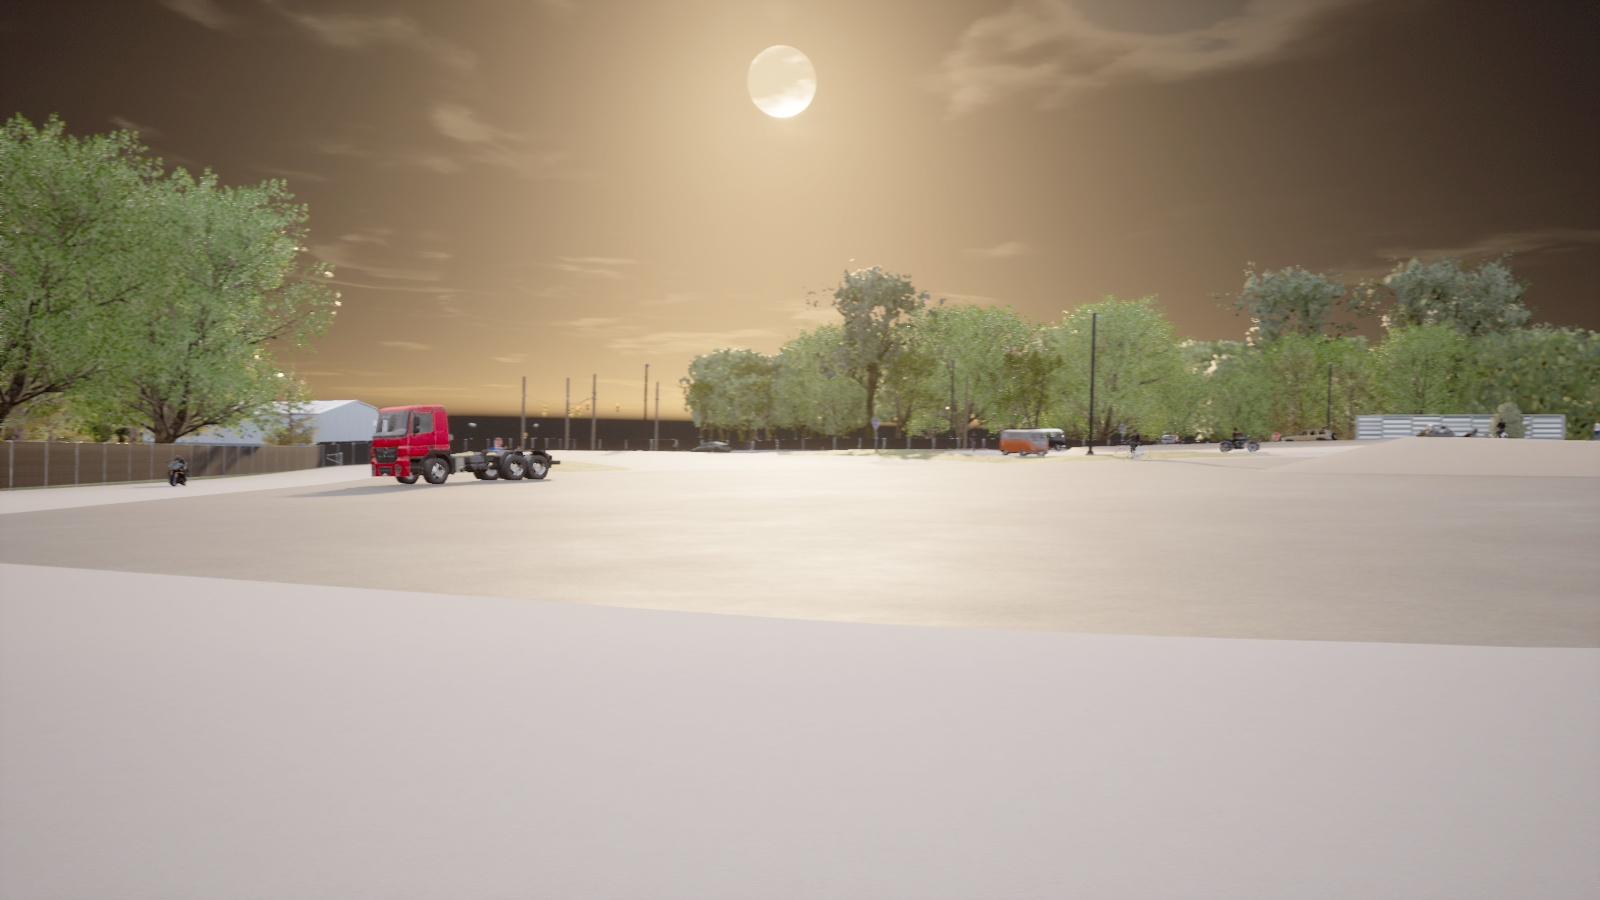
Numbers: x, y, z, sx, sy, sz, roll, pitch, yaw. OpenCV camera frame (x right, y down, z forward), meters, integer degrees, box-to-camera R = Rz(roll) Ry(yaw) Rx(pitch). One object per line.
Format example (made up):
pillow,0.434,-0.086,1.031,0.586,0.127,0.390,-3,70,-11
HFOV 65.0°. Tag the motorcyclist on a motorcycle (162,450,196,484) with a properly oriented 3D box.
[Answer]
motorcyclist on a motorcycle,-29.432,0.803,59.555,0.866,1.530,2.191,2,-1,-11

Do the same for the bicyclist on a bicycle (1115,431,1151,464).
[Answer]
bicyclist on a bicycle,18.086,-0.154,68.167,1.843,1.776,0.659,-1,0,15

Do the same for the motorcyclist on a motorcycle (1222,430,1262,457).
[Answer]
motorcyclist on a motorcycle,27.634,-0.418,78.518,2.350,1.649,0.766,-1,0,20

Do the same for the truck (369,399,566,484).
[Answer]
truck,-14.470,-0.416,55.211,2.891,3.462,7.936,-1,1,44

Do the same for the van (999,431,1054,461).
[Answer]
van,15.925,-0.290,88.500,1.775,1.987,4.442,1,1,-20
